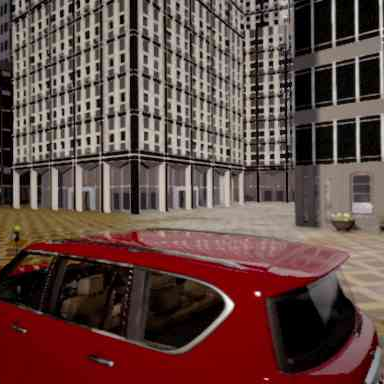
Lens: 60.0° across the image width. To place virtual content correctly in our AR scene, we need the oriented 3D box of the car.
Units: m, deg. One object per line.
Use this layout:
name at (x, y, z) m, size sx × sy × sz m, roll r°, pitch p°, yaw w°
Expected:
car at (-0.807, 1.322, 3.460) m, size 5.009 × 1.841 × 2.192 m, roll 0°, pitch -1°, yaw 35°
